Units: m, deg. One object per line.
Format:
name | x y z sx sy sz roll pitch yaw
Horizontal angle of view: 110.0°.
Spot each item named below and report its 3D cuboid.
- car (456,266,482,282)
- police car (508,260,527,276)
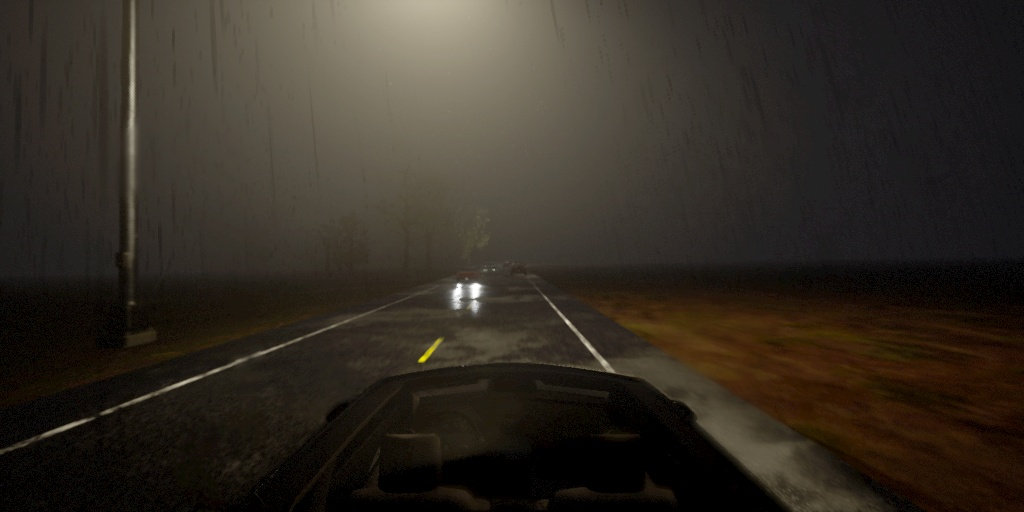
car | -3.734 1.585 31.633 1.895 1.301 4.718 0 0 0
police car | 0.765 1.505 43.774 1.930 1.638 5.238 0 0 -1
